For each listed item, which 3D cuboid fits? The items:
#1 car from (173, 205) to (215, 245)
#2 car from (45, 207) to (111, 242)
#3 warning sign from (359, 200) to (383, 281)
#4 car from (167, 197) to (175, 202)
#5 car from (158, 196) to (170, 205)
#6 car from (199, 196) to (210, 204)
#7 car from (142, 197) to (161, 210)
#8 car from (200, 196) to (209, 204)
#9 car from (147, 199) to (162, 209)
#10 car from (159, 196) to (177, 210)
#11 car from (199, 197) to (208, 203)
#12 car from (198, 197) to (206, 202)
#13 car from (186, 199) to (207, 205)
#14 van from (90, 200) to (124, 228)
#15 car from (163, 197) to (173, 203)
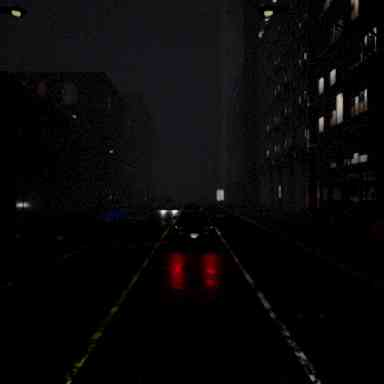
[{"bbox_3d":[0.080,1.580,15.672,1.812,1.442,4.674,0,0,0],"label":"car"},{"bbox_3d":[-5.689,1.624,16.604,1.947,1.339,4.313,0,0,0],"label":"car"},{"bbox_3d":[5.069,1.144,8.248,1.300,1.860,1.060,0,0,0],"label":"warning sign"},{"bbox_3d":[-5.681,1.913,90.035,1.947,1.339,4.313,0,0,0],"label":"car"},{"bbox_3d":[-5.683,1.691,67.442,1.967,1.590,4.097,0,0,0],"label":"car"},{"bbox_3d":[2.698,1.777,67.611,1.752,1.417,4.829,0,0,0],"label":"car"},{"bbox_3d":[-5.685,1.741,44.847,1.802,1.307,4.206,0,0,0],"label":"car"},{"bbox_3d":[2.698,1.714,73.088,1.967,1.590,4.097,0,0,0],"label":"car"},{"bbox_3d":[-5.684,1.764,50.495,1.802,1.307,4.206,0,0,0],"label":"car"},{"bbox_3d":[-3.082,1.688,45.779,1.812,1.442,4.674,0,0,0],"label":"car"},{"bbox_3d":[2.698,1.849,78.738,2.008,1.369,4.403,0,0,0],"label":"car"},{"bbox_3d":[2.700,1.913,90.034,1.947,1.339,4.313,0,0,0],"label":"car"},{"bbox_3d":[0.091,1.671,31.009,1.994,1.385,4.181,0,0,0],"label":"car"},{"bbox_3d":[-5.687,1.418,22.254,1.690,1.788,3.998,0,0,0],"label":"van"},{"bbox_3d":[-5.682,1.849,78.738,2.008,1.369,4.403,0,0,0],"label":"car"}]
